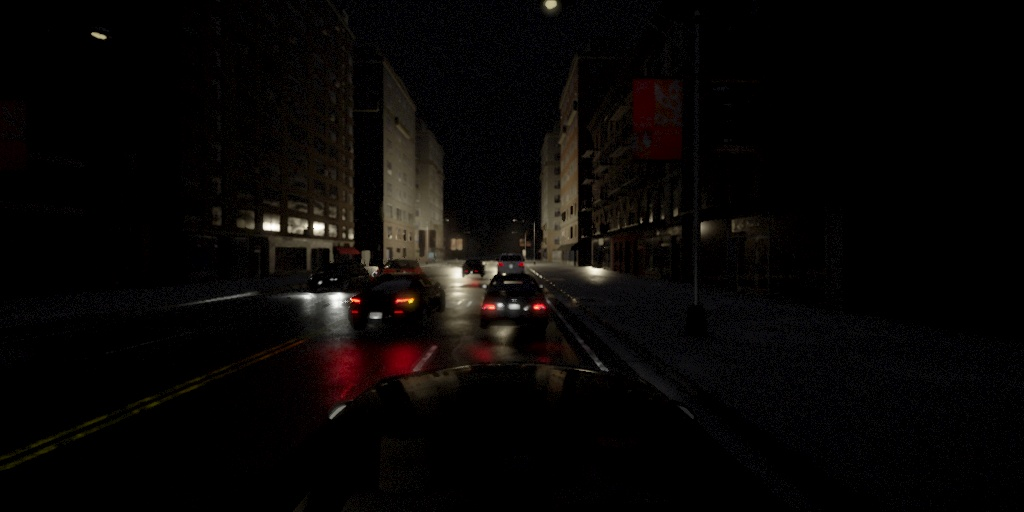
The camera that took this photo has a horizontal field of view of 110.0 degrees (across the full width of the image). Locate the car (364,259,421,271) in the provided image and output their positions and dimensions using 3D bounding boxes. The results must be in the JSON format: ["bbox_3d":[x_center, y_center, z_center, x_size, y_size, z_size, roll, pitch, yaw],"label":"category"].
[{"bbox_3d":[-6.741,0.977,21.441,2.097,1.767,4.553,0,0,0],"label":"car"}]

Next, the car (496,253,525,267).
[{"bbox_3d":[-0.096,0.799,29.542,2.150,2.045,5.566,0,0,0],"label":"car"}]

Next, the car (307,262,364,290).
[{"bbox_3d":[-9.988,1.131,21.047,1.837,1.490,4.892,0,0,0],"label":"car"}]

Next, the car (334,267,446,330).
[{"bbox_3d":[-3.211,1.216,10.725,1.812,1.442,4.674,0,0,0],"label":"car"}]

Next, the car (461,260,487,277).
[{"bbox_3d":[-3.361,1.067,31.882,1.837,1.490,4.892,0,0,-1],"label":"car"}]

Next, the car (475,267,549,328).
[{"bbox_3d":[0.037,1.236,11.012,2.033,1.411,5.357,0,0,0],"label":"car"}]
